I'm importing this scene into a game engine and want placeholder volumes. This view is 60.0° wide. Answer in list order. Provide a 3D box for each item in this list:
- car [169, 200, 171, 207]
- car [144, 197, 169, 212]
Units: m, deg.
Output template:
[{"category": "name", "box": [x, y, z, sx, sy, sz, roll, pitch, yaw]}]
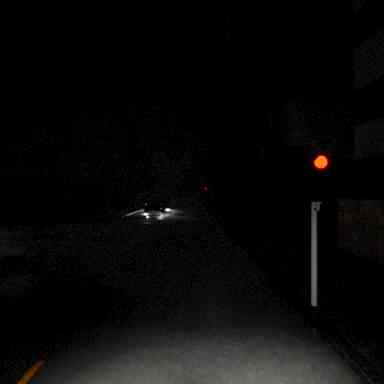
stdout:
[{"category": "car", "box": [-4.103, 1.594, 47.674, 1.895, 1.301, 4.718, 0, 0, 0]}, {"category": "car", "box": [-4.117, 1.346, 37.612, 2.097, 1.767, 4.553, 0, 0, 0]}]
